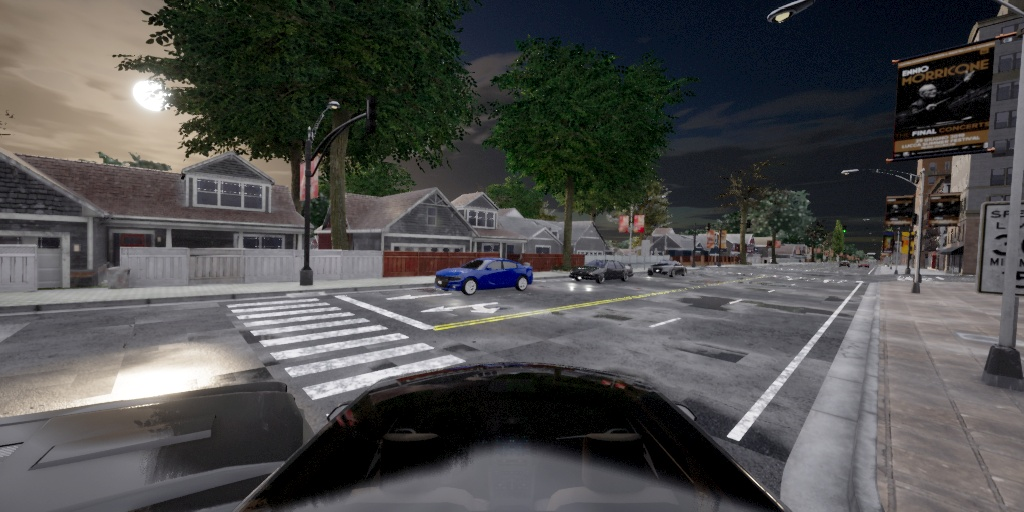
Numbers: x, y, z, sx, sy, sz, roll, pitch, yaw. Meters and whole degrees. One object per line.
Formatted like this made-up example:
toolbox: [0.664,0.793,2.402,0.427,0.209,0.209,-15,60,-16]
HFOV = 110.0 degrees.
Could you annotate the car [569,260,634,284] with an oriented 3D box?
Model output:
car: [5.986,0.944,23.378,5.357,1.411,2.033,0,2,-44]

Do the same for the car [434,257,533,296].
car: [-1.159,0.825,16.437,5.008,1.535,1.882,0,2,-44]

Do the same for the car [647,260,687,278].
car: [13.163,1.014,30.321,4.181,1.385,1.994,0,2,-45]

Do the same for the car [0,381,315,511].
car: [-3.308,1.294,1.244,4.718,1.301,1.895,1,2,-34]
